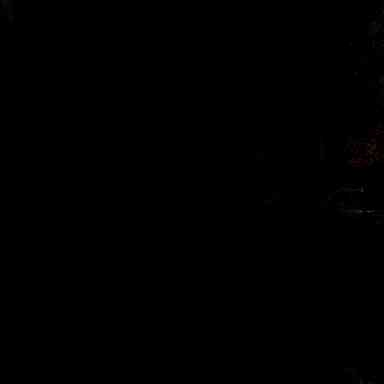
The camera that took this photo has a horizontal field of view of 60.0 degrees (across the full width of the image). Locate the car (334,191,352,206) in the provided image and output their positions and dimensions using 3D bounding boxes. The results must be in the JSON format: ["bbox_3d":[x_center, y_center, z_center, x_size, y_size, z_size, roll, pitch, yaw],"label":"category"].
[{"bbox_3d":[21.790,0.890,48.166,2.150,2.045,5.566,1,0,21],"label":"car"}]

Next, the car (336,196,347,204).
[{"bbox_3d":[28.579,1.537,63.471,1.812,1.442,4.674,1,-1,26],"label":"car"}]

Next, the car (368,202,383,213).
[{"bbox_3d":[18.516,1.286,29.693,2.033,1.411,5.357,0,1,-18],"label":"car"}]
